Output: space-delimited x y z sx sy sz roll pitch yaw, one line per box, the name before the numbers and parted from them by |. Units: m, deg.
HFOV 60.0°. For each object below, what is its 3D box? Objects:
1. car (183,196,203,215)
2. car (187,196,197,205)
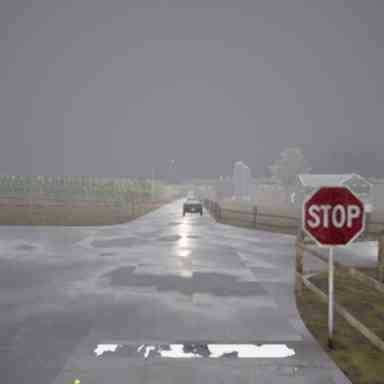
car | 0.072 1.510 34.062 1.882 1.535 5.008 0 0 0
car | 0.048 1.575 63.262 1.882 1.535 5.008 0 0 0
